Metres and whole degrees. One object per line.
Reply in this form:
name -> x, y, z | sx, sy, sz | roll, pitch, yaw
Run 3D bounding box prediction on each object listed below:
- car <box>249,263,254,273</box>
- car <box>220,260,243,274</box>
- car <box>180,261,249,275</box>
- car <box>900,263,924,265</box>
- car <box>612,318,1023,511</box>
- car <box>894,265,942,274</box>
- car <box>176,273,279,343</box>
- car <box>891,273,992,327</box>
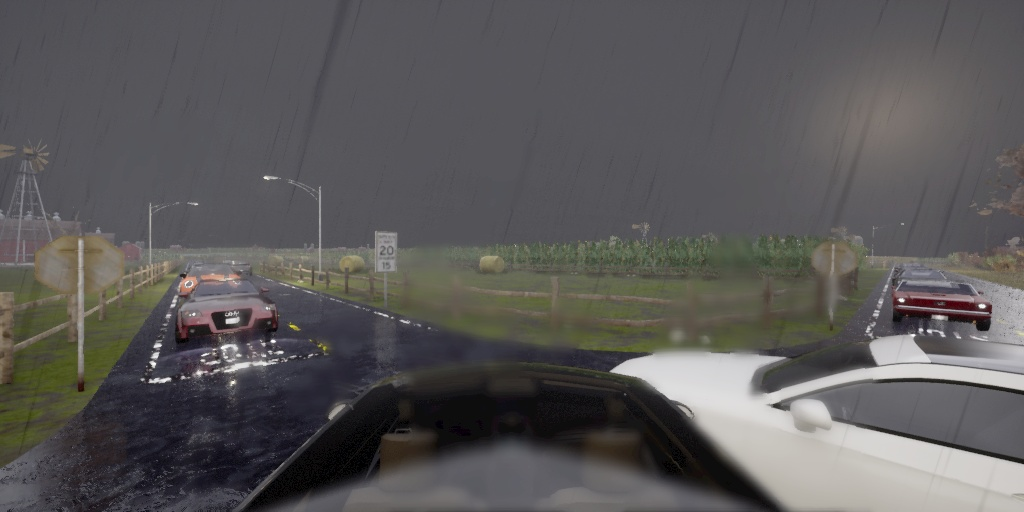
car -> -27.036, 1.282, 35.645 | 2.128, 1.511, 4.902 | 0, 0, -42
car -> -33.769, 1.304, 43.092 | 1.837, 1.490, 4.892 | 0, 0, -42
car -> -13.741, 1.140, 16.436 | 2.097, 1.767, 4.553 | 0, 0, -42
car -> 27.313, 1.401, 24.310 | 4.181, 1.385, 1.994 | 0, 1, -43
car -> 2.836, 1.294, 2.391 | 1.812, 1.442, 4.674 | 0, 1, -44
car -> 20.568, 1.363, 18.044 | 5.357, 1.411, 2.033 | 0, 1, -43
car -> -7.955, 1.355, 9.962 | 1.994, 1.385, 4.181 | 0, 0, -43
car -> 13.501, 1.398, 11.470 | 4.718, 1.301, 1.895 | 0, 1, -43
